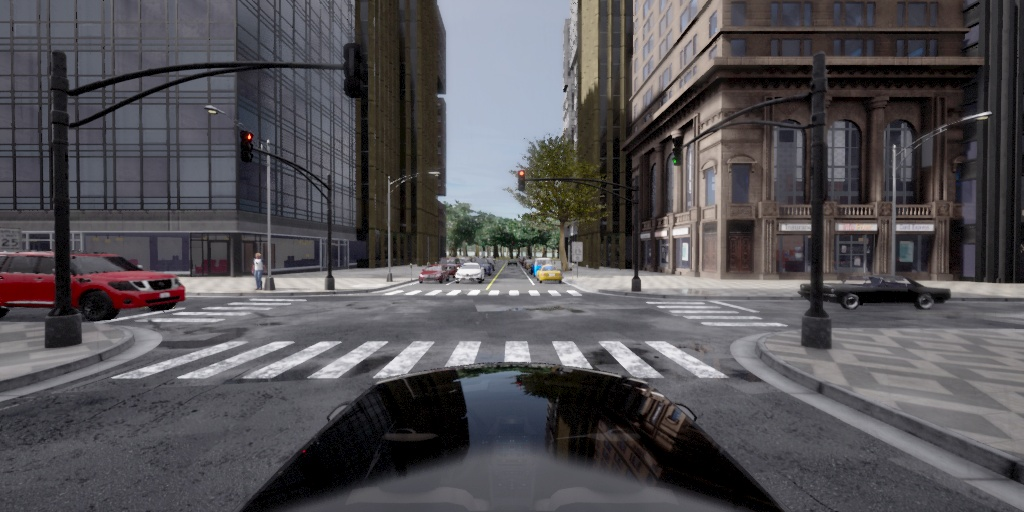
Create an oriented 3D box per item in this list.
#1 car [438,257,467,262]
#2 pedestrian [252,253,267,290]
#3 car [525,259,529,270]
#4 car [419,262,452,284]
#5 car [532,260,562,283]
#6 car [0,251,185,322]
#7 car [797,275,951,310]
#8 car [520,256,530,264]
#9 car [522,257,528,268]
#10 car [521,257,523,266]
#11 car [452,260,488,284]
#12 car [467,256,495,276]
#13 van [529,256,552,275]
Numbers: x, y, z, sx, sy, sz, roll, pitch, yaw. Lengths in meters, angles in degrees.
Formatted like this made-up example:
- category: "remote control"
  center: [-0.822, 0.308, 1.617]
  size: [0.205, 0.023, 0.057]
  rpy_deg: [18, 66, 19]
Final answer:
- category: "car"
  center: [-5.758, 1.035, 32.618]
  size: [2.192, 1.841, 5.009]
  rpy_deg: [0, 0, 0]
- category: "pedestrian"
  center: [-12.520, 0.742, 17.767]
  size: [0.375, 1.860, 0.375]
  rpy_deg: [0, 0, 0]
- category: "car"
  center: [2.768, 1.276, 38.305]
  size: [1.948, 1.339, 4.313]
  rpy_deg: [0, 0, 0]
- category: "car"
  center: [-5.759, 1.312, 26.937]
  size: [1.802, 1.307, 4.207]
  rpy_deg: [0, 0, 0]
- category: "car"
  center: [2.766, 1.255, 27.115]
  size: [1.751, 1.417, 4.829]
  rpy_deg: [0, 0, 0]
- category: "car"
  center: [-13.943, 0.881, 11.531]
  size: [5.566, 2.045, 2.150]
  rpy_deg: [1, 1, 0]
- category: "car"
  center: [14.712, 1.444, 14.787]
  size: [4.718, 1.301, 1.895]
  rpy_deg: [0, 1, 0]
- category: "car"
  center: [2.771, 1.204, 61.022]
  size: [2.007, 1.370, 4.403]
  rpy_deg: [0, 0, 0]
- category: "car"
  center: [2.770, 1.210, 49.834]
  size: [1.751, 1.417, 4.829]
  rpy_deg: [0, 0, 0]
- category: "car"
  center: [2.770, 1.214, 55.343]
  size: [1.888, 1.381, 4.507]
  rpy_deg: [0, 0, 0]
- category: "car"
  center: [-3.093, 1.255, 27.180]
  size: [1.812, 1.442, 4.674]
  rpy_deg: [0, 0, 0]
- category: "car"
  center: [-3.093, 1.067, 36.060]
  size: [2.097, 1.767, 4.553]
  rpy_deg: [0, 0, 0]
- category: "van"
  center: [2.767, 1.061, 32.625]
  size: [1.690, 1.789, 3.998]
  rpy_deg: [0, 0, 0]
